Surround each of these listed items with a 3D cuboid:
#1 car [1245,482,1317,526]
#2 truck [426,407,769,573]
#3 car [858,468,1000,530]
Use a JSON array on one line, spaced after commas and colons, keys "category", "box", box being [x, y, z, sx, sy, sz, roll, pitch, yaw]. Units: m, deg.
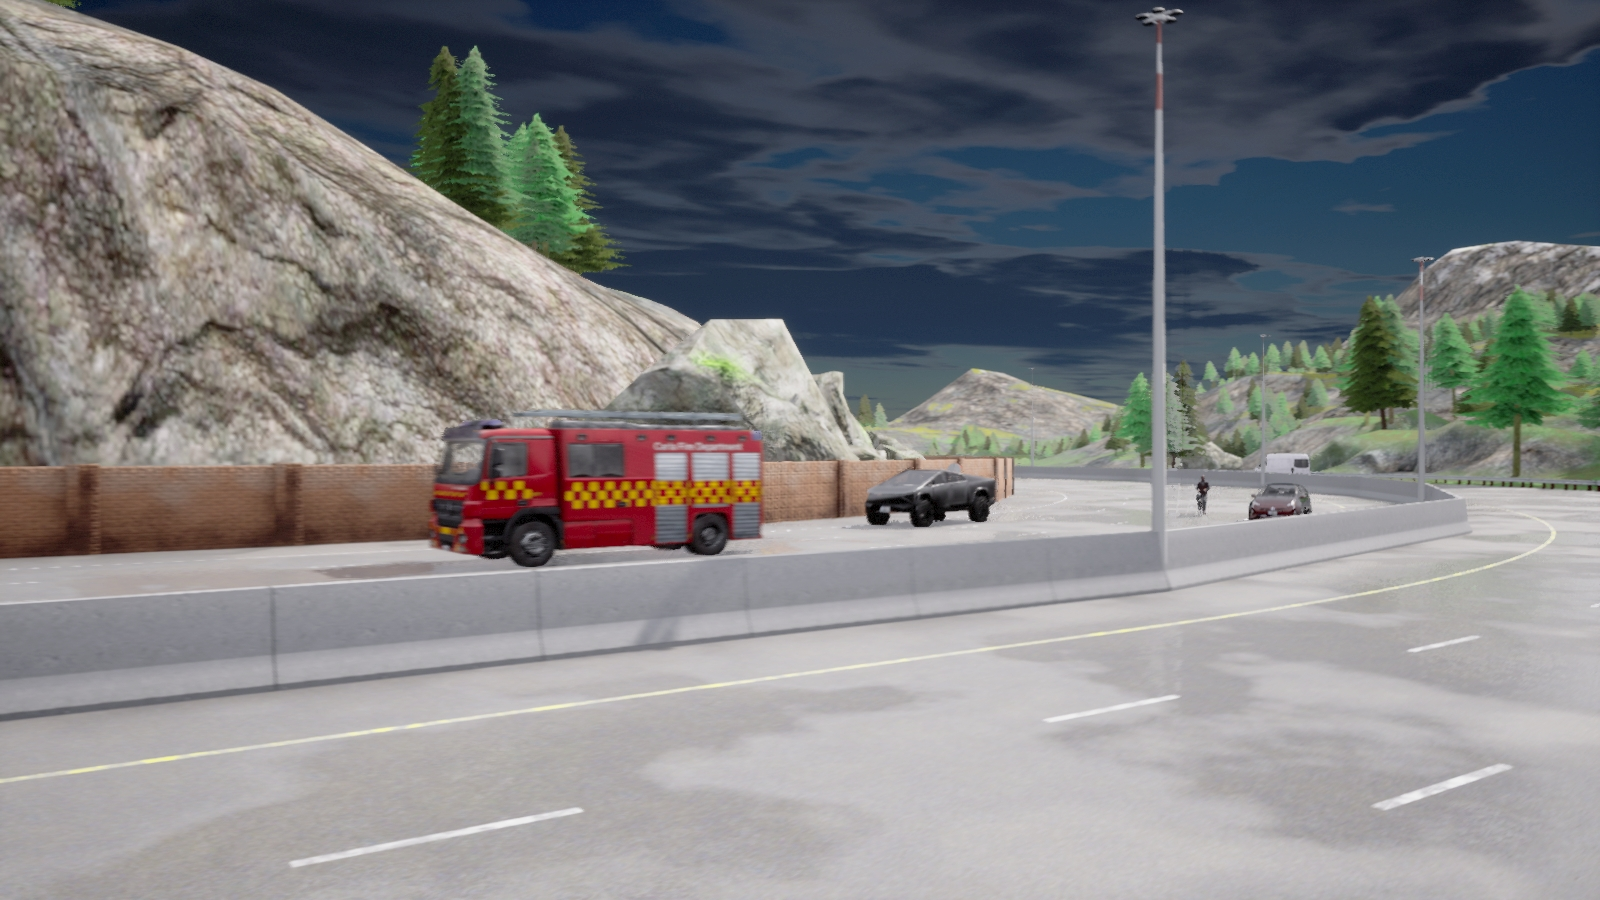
[{"category": "car", "box": [19.108, 2.084, 45.287, 2.007, 1.525, 4.514, 0, 0, 31]}, {"category": "truck", "box": [-5.121, 0.917, 30.041, 8.468, 3.827, 2.891, 0, 0, -36]}, {"category": "car", "box": [5.032, 1.794, 43.709, 2.390, 2.098, 6.274, 0, 0, 39]}]
